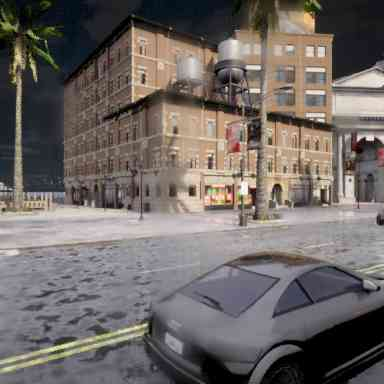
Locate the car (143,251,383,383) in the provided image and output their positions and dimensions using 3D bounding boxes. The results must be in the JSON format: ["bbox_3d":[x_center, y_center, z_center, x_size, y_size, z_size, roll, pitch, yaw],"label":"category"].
[{"bbox_3d":[1.437,1.565,4.676,4.181,1.385,1.994,0,0,-35],"label":"car"}]

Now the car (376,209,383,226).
[{"bbox_3d":[14.242,1.528,22.312,4.892,1.490,1.837,0,0,-35],"label":"car"}]
